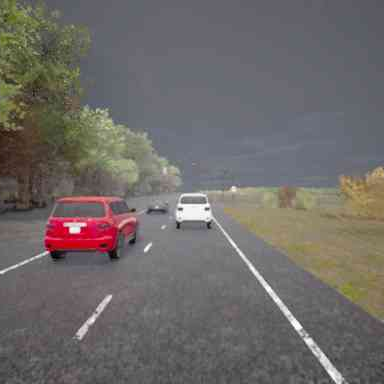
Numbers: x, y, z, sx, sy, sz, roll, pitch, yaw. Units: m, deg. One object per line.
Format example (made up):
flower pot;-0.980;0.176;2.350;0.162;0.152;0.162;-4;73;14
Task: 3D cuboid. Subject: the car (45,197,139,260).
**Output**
car;-3.402;1.177;12.336;2.150;2.045;5.566;0;0;0

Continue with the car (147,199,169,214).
car;-3.406;1.435;34.047;1.994;1.385;4.181;0;0;0

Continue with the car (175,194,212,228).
car;0.097;1.139;21.753;2.150;2.045;5.566;0;0;0
